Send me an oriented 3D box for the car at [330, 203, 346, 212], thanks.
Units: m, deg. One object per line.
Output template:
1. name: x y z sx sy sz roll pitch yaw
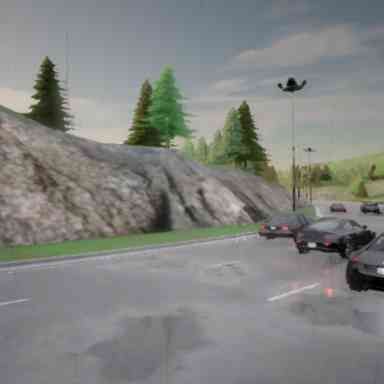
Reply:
1. car: 21.774 2.254 49.732 1.994 1.385 4.181 -1 -1 20

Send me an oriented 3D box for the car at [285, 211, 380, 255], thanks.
1. car: 5.873 1.718 13.439 1.812 1.442 4.674 -1 -1 45

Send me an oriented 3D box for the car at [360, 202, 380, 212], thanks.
1. car: 23.041 2.040 43.162 2.128 1.511 4.902 -1 -1 21

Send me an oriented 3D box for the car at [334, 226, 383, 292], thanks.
1. car: 5.586 1.663 8.384 4.181 1.385 1.994 0 -1 -42

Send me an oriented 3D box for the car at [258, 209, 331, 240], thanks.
1. car: 5.560 1.835 18.207 2.033 1.411 5.357 -1 -1 39
